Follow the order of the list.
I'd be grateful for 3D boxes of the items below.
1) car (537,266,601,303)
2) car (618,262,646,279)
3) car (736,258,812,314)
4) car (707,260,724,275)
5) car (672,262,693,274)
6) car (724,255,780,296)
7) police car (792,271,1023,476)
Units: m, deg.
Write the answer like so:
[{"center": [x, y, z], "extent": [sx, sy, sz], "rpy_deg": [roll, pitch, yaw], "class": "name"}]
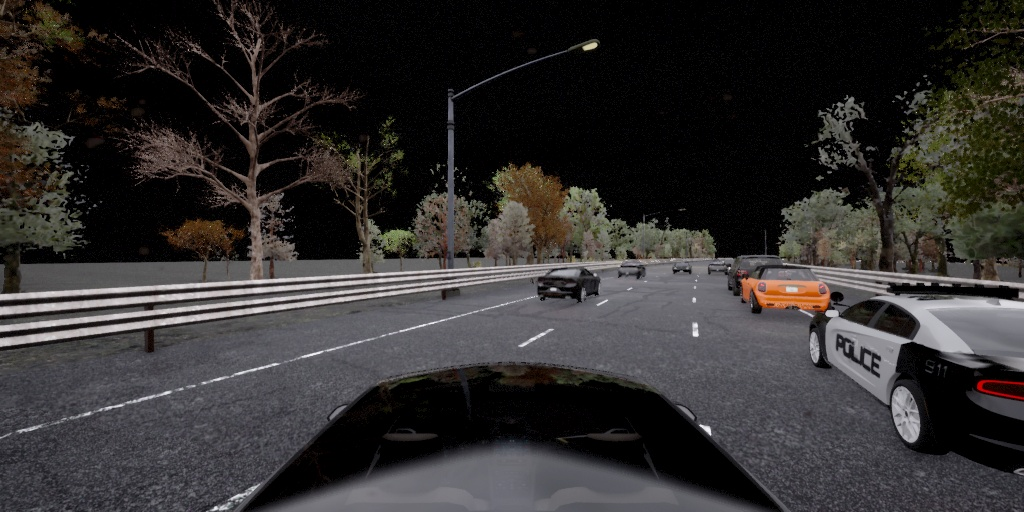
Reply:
[{"center": [2.816, 1.229, 16.869], "extent": [1.882, 1.535, 5.008], "rpy_deg": [0, 0, 27], "class": "car"}, {"center": [10.878, 1.250, 32.349], "extent": [2.128, 1.511, 4.902], "rpy_deg": [0, 0, 28], "class": "car"}, {"center": [9.961, 1.102, 13.425], "extent": [2.097, 1.767, 4.553], "rpy_deg": [0, 0, 27], "class": "car"}, {"center": [22.535, 1.262, 39.295], "extent": [2.128, 1.511, 4.902], "rpy_deg": [0, 0, 30], "class": "car"}, {"center": [19.425, 1.370, 40.781], "extent": [1.895, 1.301, 4.718], "rpy_deg": [0, 0, 29], "class": "car"}, {"center": [12.686, 0.978, 18.753], "extent": [2.150, 2.045, 5.566], "rpy_deg": [0, 0, 27], "class": "car"}, {"center": [5.618, 1.175, 4.712], "extent": [1.930, 1.638, 5.238], "rpy_deg": [0, 0, 26], "class": "police car"}]
